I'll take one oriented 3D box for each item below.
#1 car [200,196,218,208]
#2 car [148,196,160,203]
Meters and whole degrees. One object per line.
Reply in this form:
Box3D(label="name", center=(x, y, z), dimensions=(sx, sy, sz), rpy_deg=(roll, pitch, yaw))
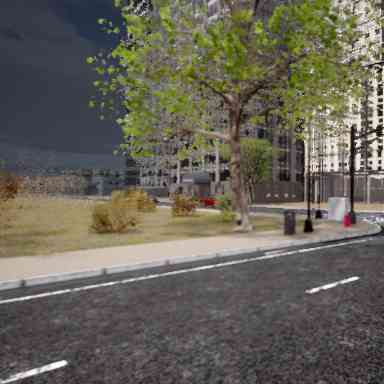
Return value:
Box3D(label="car", center=(3.069, 1.320, 45.266), dimensions=(1.882, 1.535, 5.008), rpy_deg=(1, 0, -34))
Box3D(label="car", center=(-7.568, 1.406, 61.326), dimensions=(1.994, 1.385, 4.181), rpy_deg=(1, 0, -34))
